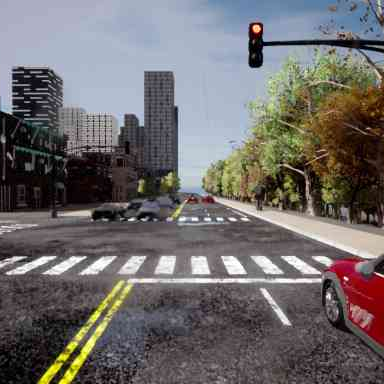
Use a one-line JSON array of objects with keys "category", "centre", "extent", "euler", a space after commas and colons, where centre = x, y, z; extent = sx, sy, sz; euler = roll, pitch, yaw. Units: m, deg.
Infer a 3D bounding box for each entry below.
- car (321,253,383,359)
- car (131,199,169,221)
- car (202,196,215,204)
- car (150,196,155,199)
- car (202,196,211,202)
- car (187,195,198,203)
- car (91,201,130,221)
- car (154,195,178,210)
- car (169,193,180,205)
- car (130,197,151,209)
[{"category": "car", "centre": [3.350, 1.351, 4.140], "extent": [2.097, 1.767, 4.553], "euler": [0, 0, 0]}, {"category": "car", "centre": [-3.338, 1.540, 27.584], "extent": [2.033, 1.411, 5.357], "euler": [0, 0, 0]}, {"category": "car", "centre": [3.373, 1.453, 65.312], "extent": [1.882, 1.535, 5.008], "euler": [0, 0, 0]}, {"category": "car", "centre": [-6.567, 1.483, 55.910], "extent": [1.837, 1.490, 4.892], "euler": [0, 0, 0]}, {"category": "car", "centre": [3.279, 1.522, 75.455], "extent": [1.994, 1.385, 4.181], "euler": [0, 0, 0]}, {"category": "car", "centre": [0.123, 1.327, 65.981], "extent": [2.097, 1.767, 4.553], "euler": [0, 0, 0]}, {"category": "car", "centre": [-6.591, 1.594, 26.856], "extent": [1.895, 1.301, 4.718], "euler": [0, 0, 0]}, {"category": "car", "centre": [-3.332, 1.533, 43.145], "extent": [2.033, 1.411, 5.357], "euler": [0, 0, 0]}, {"category": "car", "centre": [-3.306, 1.195, 60.000], "extent": [2.150, 2.045, 5.566], "euler": [0, 1, 0]}, {"category": "car", "centre": [-6.585, 1.550, 40.427], "extent": [1.994, 1.385, 4.181], "euler": [0, 0, 0]}]
